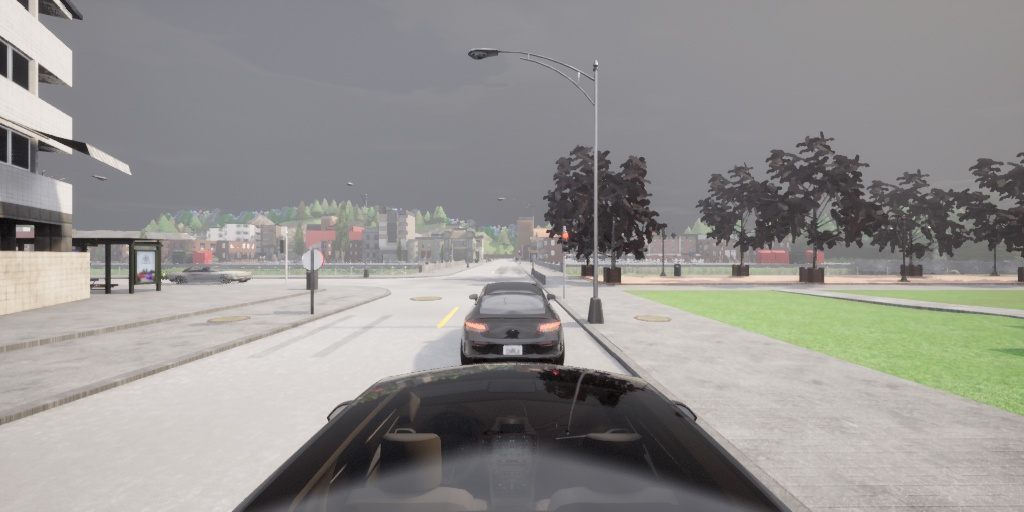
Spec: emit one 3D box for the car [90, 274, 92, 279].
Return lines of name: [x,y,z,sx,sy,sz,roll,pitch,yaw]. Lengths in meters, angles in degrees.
car: [-32.583,1.275,25.225,4.674,1.442,1.812,0,0,0]

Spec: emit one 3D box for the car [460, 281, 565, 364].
car: [0.007,1.276,7.794,1.812,1.442,4.674,0,0,0]

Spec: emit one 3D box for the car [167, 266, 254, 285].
car: [-21.179,1.351,25.315,4.718,1.301,1.895,0,0,0]
